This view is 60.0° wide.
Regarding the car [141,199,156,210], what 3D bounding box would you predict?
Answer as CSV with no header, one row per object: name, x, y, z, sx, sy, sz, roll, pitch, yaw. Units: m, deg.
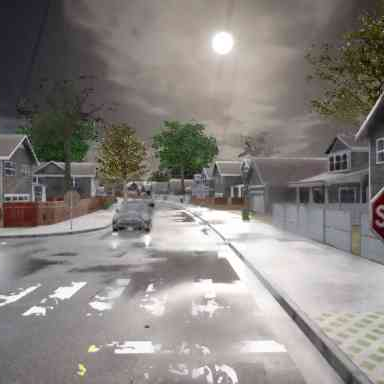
car,-5.863,1.617,44.941,1.895,1.301,4.718,0,0,-7

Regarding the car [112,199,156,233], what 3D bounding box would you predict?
car,-3.402,1.354,19.846,2.097,1.767,4.553,0,0,-4
